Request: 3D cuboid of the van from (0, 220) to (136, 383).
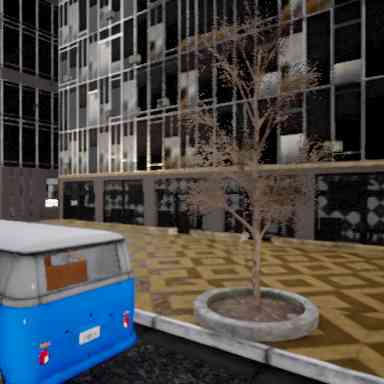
[{"bbox_3d":[-2.637,1.343,4.754,3.998,1.788,1.690,0,0,35],"label":"van"}]
